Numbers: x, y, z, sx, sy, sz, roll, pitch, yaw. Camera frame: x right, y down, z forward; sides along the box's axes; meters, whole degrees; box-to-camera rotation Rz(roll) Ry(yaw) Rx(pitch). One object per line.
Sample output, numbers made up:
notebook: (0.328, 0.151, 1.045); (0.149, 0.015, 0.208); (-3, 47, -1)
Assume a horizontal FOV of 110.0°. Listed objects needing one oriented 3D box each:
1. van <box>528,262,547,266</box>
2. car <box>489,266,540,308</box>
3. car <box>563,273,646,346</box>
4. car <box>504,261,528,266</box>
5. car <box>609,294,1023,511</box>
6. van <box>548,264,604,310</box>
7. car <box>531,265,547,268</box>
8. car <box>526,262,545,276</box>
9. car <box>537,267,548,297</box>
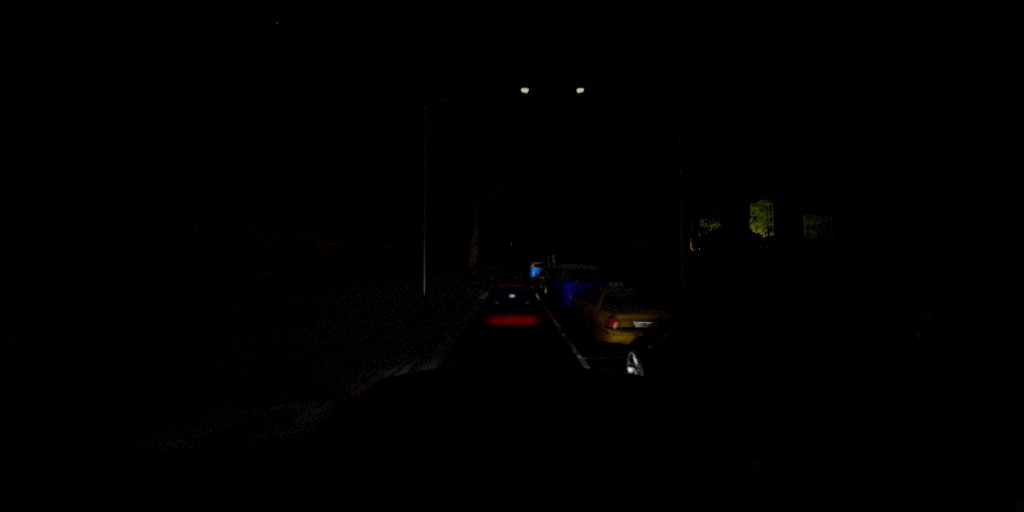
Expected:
van: (2.643, 1.480, 36.527); (1.690, 1.789, 3.998); (0, 0, 0)
car: (0.030, 1.382, 16.100); (1.882, 1.535, 5.008); (0, 0, 0)
car: (2.640, 1.356, 9.453); (1.751, 1.417, 4.829); (0, 0, 0)
car: (0.026, 1.416, 30.298); (2.097, 1.767, 4.553); (0, -1, 0)
car: (2.639, 1.338, 3.833); (1.948, 1.339, 4.313); (0, 0, 0)
van: (2.641, 1.230, 14.731); (1.690, 1.789, 3.998); (0, 0, 0)
car: (2.642, 1.562, 25.629); (2.007, 1.370, 4.403); (0, 0, 0)
car: (2.994, 1.617, 46.785); (2.097, 1.767, 4.553); (0, -1, 0)
car: (2.641, 1.515, 20.181); (1.948, 1.339, 4.313); (0, 0, 0)
